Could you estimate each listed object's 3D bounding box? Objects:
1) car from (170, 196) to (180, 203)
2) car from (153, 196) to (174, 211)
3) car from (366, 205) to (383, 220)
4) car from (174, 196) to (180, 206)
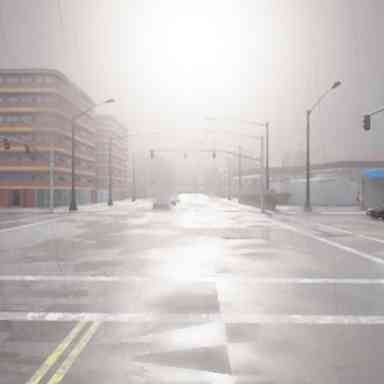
[{"bbox_3d":[-3.410,1.460,67.623,1.812,1.442,4.674,0,0,0],"label":"car"},{"bbox_3d":[-3.531,1.439,39.510,1.882,1.535,5.008,0,0,0],"label":"car"},{"bbox_3d":[16.646,1.479,26.708,4.892,1.490,1.837,0,0,0],"label":"car"},{"bbox_3d":[-3.495,1.441,53.008,2.128,1.511,4.902,0,0,0],"label":"car"}]
